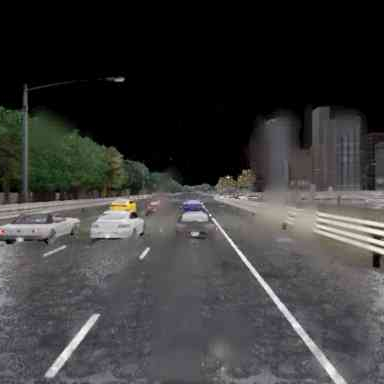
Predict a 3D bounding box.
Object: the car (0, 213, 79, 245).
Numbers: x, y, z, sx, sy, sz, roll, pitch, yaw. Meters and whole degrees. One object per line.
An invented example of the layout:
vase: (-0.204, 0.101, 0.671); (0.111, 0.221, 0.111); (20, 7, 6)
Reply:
car: (-6.890, 1.609, 15.539); (1.895, 1.301, 4.718); (0, 0, 0)

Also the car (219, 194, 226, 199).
car: (8.962, 1.384, 92.433); (2.033, 1.411, 5.357); (0, 0, -12)

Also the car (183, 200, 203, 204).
car: (0.126, 1.492, 33.439); (1.882, 1.535, 5.008); (0, 0, 0)

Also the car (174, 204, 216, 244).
car: (0.128, 1.533, 15.791); (1.812, 1.442, 4.674); (0, 0, 0)

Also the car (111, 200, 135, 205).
car: (-6.874, 1.493, 33.416); (1.882, 1.535, 5.008); (0, 0, 0)

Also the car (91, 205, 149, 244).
car: (-3.387, 1.533, 15.684); (1.812, 1.442, 4.674); (0, 0, 0)

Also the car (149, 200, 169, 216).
car: (-3.375, 1.541, 33.061); (1.812, 1.442, 4.674); (0, 0, 0)
